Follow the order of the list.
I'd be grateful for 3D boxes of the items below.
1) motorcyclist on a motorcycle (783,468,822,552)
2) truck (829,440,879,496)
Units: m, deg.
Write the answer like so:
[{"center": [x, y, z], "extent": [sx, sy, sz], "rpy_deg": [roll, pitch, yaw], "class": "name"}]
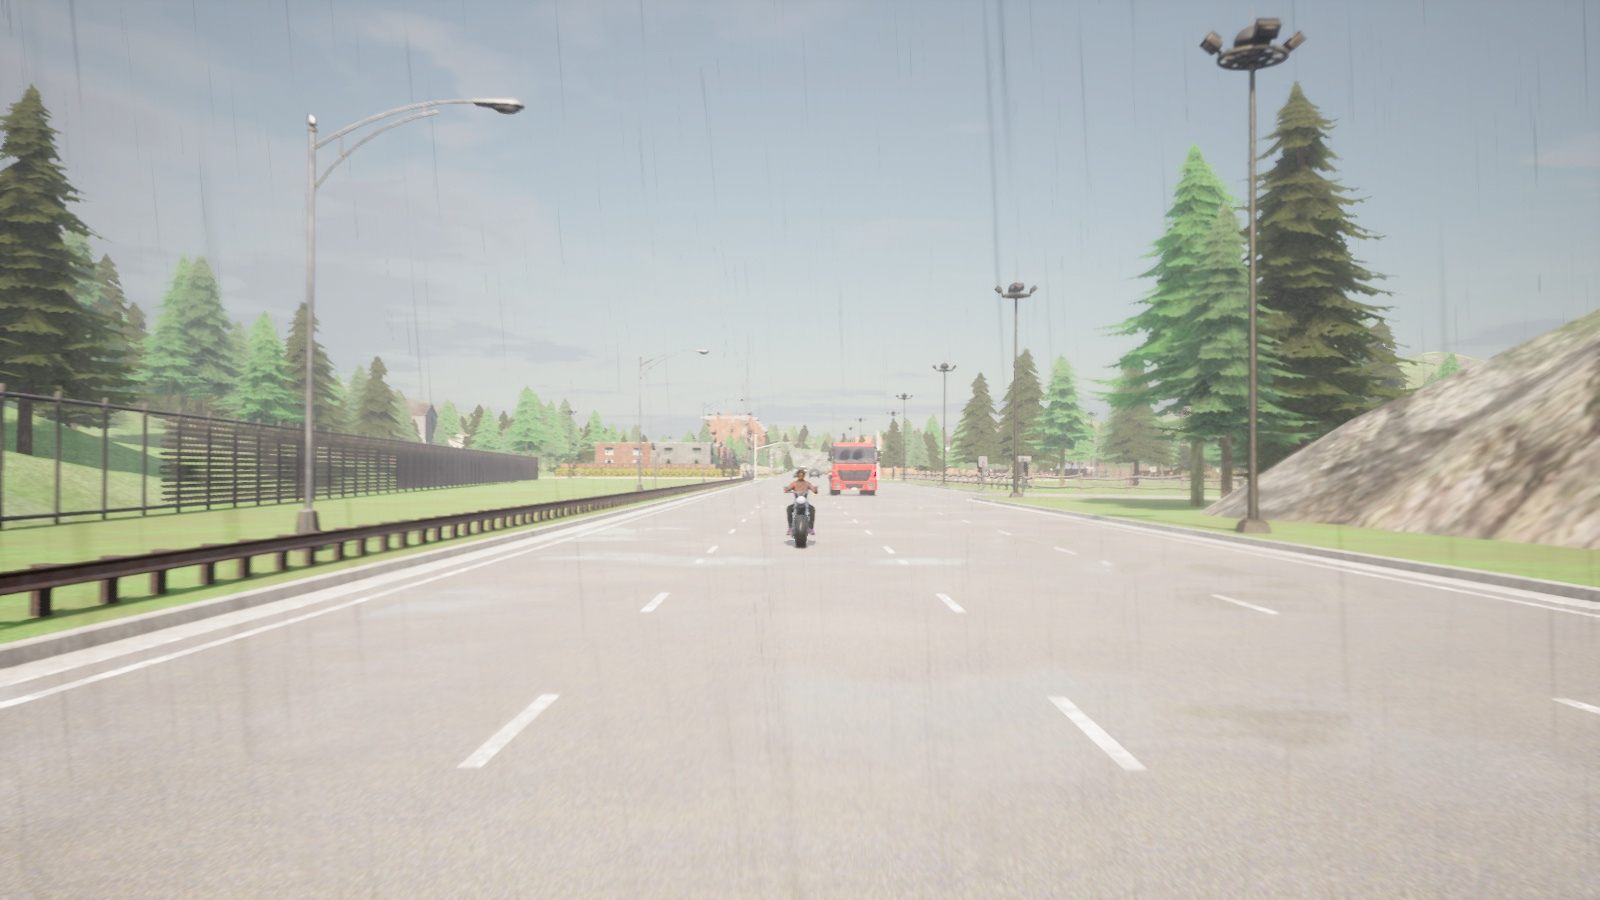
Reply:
[{"center": [0.041, 1.197, 25.920], "extent": [0.766, 1.649, 2.350], "rpy_deg": [0, -1, 0], "class": "motorcyclist on a motorcycle"}, {"center": [3.450, 1.197, 82.472], "extent": [2.891, 3.462, 7.936], "rpy_deg": [0, -1, 0], "class": "truck"}]
